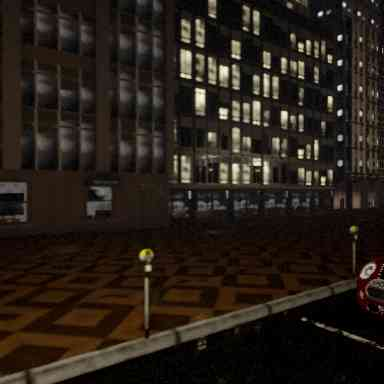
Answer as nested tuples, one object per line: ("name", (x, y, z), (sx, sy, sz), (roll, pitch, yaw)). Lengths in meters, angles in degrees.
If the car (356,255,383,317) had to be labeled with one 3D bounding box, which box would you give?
("car", (4.951, 1.431, 6.399), (4.097, 1.590, 1.967), (0, 0, -35))
